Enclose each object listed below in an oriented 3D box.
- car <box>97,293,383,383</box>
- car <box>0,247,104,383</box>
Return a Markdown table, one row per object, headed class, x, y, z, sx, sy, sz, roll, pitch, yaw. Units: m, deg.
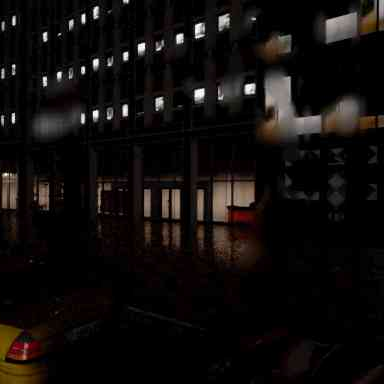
| class | x | y | z | sx | sy | sz | roll | pitch | yaw |
| --- | --- | --- | --- | --- | --- | --- | --- | --- | --- |
| car | 1.673 | 1.440 | 1.666 | 4.097 | 1.590 | 1.967 | 0 | 1 | 36 |
| car | -3.085 | 1.524 | 5.075 | 4.829 | 1.417 | 1.752 | 0 | 1 | 36 |
